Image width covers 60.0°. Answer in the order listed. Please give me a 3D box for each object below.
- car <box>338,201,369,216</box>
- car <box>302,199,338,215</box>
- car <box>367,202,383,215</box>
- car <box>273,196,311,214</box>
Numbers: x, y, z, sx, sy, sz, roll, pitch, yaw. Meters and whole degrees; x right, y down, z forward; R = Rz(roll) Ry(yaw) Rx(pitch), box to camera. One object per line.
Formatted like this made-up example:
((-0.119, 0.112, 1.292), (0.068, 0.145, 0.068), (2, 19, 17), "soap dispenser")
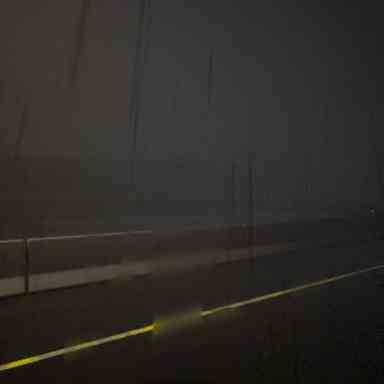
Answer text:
((17.530, 1.716, 34.327), (5.008, 1.535, 1.882), (1, 0, -37), "car")
((14.931, 1.785, 36.720), (5.357, 1.411, 2.033), (0, 0, -37), "car")
((18.417, 1.827, 30.606), (4.718, 1.301, 1.895), (0, 0, -37), "car")
((11.910, 1.458, 38.852), (5.566, 2.045, 2.150), (1, -1, -37), "car")
